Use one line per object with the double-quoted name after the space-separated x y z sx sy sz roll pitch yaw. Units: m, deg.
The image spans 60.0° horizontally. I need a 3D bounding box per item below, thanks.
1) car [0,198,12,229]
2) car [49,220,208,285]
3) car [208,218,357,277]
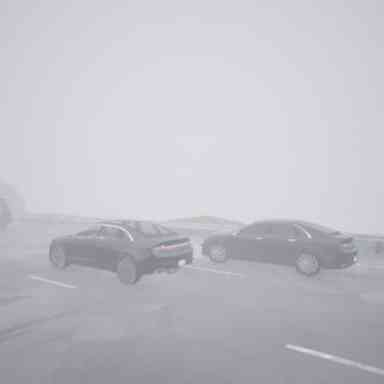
-13.901 1.357 21.270 5.566 2.045 2.150 0 -1 30 "car"
-2.236 1.569 9.741 4.902 1.511 2.128 0 -1 35 "car"
2.551 1.607 10.651 4.892 1.490 1.837 0 -1 36 "car"
